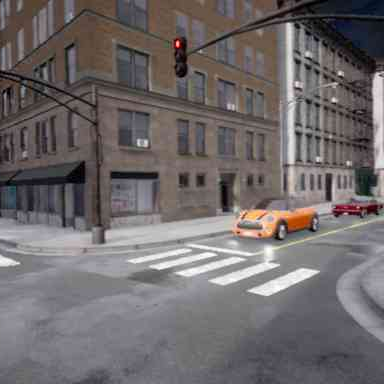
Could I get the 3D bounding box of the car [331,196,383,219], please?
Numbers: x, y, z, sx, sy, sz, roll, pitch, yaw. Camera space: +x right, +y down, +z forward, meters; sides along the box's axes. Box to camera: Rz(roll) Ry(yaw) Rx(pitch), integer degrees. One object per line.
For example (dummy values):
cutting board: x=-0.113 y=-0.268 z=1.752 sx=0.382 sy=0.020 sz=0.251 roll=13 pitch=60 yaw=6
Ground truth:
car: x=11.055 y=0.968 z=22.195 sx=1.895 sy=1.301 sz=4.718 roll=0 pitch=1 yaw=45

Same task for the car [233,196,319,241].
car: x=3.809 y=1.013 z=14.881 sx=2.097 sy=1.767 sz=4.553 roll=0 pitch=1 yaw=45
